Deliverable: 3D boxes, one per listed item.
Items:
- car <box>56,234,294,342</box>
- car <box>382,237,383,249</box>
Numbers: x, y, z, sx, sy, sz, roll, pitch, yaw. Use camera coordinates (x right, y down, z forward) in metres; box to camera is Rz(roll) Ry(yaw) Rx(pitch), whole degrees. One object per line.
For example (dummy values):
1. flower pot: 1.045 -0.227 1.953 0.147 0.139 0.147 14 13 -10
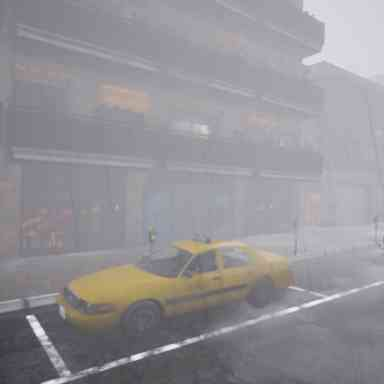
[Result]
1. car: -0.025 1.560 6.523 4.829 1.417 1.752 1 1 -35
2. car: 9.186 1.693 13.081 4.403 1.369 2.008 1 1 -35
